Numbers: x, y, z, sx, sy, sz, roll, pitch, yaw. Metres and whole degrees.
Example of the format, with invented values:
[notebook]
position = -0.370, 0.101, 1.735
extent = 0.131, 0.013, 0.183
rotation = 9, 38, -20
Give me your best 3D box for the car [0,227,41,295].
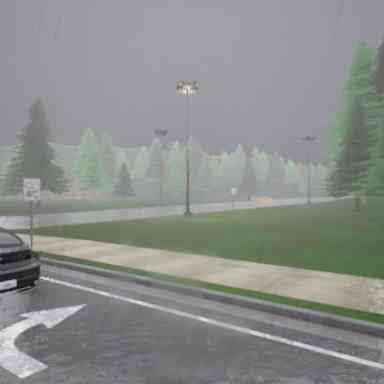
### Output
[car]
position = -5.477, 1.508, 7.744
extent = 4.892, 1.490, 1.837
rotation = 0, 0, 35
